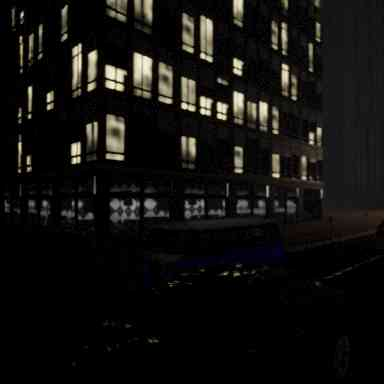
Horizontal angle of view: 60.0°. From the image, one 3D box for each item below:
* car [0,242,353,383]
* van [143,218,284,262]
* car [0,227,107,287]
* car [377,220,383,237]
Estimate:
[{"bbox_3d":[0.303,1.627,3.801,1.812,1.442,4.674,-2,-2,44],"label":"car"},{"bbox_3d":[0.642,1.547,7.982,1.690,1.788,3.998,-1,-2,44],"label":"van"},{"bbox_3d":[-3.340,1.435,3.925,2.192,1.841,5.009,-1,-2,44],"label":"car"},{"bbox_3d":[12.590,2.040,20.149,1.802,1.307,4.206,-1,-2,44],"label":"car"}]
